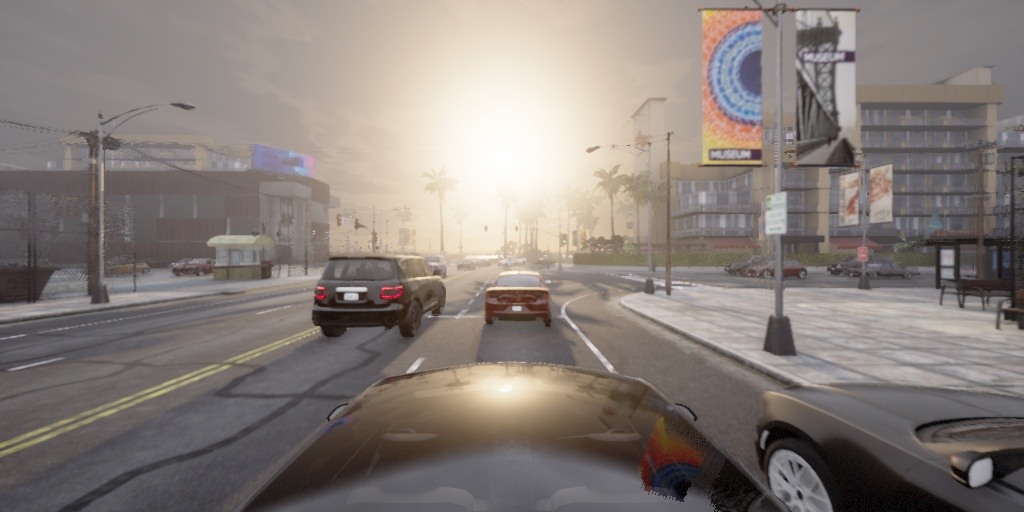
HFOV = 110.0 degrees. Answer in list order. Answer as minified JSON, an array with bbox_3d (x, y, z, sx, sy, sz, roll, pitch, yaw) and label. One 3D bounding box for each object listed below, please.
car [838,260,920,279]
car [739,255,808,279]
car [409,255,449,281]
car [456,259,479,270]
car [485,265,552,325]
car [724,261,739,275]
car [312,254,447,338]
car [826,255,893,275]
[{"bbox_3d":[32.632,1.259,31.674,5.357,1.411,2.033,0,0,0],"label":"car"},{"bbox_3d":[23.163,1.063,31.599,4.553,1.767,2.097,0,0,0],"label":"car"},{"bbox_3d":[-7.094,0.930,31.308,2.150,2.045,5.566,0,0,1],"label":"car"},{"bbox_3d":[-6.492,1.187,50.946,1.837,1.490,4.892,0,0,8],"label":"car"},{"bbox_3d":[0.283,1.214,11.791,1.882,1.535,5.008,0,0,4],"label":"car"},{"bbox_3d":[23.911,0.928,35.113,5.566,2.045,2.150,0,0,0],"label":"car"},{"bbox_3d":[-3.413,0.959,10.311,2.150,2.045,5.566,0,0,0],"label":"car"},{"bbox_3d":[34.262,0.929,35.185,5.566,2.045,2.150,0,0,0],"label":"car"}]
